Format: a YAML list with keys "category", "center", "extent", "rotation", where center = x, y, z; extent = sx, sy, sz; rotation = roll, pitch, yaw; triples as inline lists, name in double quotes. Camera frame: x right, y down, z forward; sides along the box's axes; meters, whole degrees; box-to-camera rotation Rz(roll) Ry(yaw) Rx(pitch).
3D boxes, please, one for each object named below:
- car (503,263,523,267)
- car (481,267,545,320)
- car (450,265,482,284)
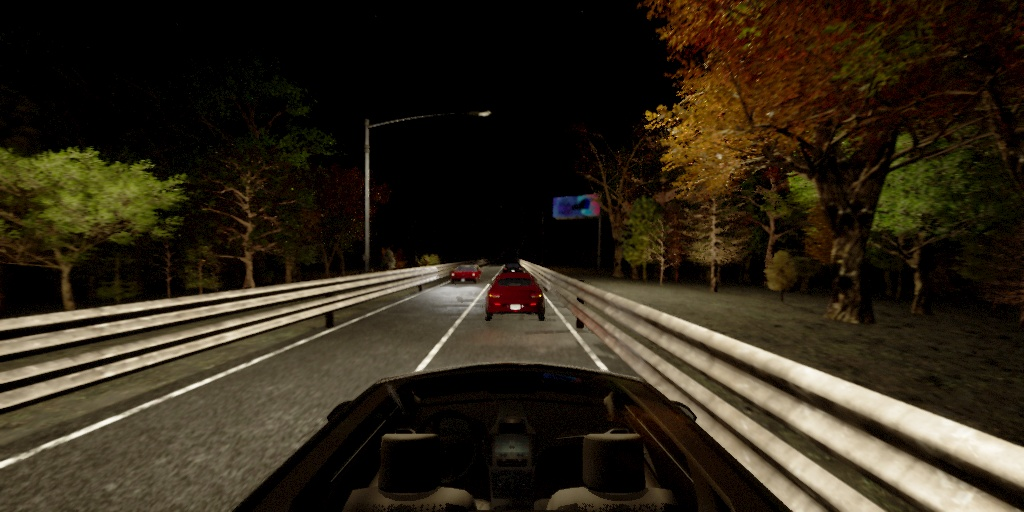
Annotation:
- category: "car"
  center: [0.083, 1.321, 34.733]
  extent: [1.994, 1.385, 4.181]
  rotation: [0, 0, 0]
- category: "car"
  center: [0.099, 1.278, 12.469]
  extent: [1.812, 1.442, 4.674]
  rotation: [0, 0, 0]
- category: "car"
  center: [-3.356, 1.356, 26.835]
  extent: [1.895, 1.301, 4.718]
  rotation: [0, 0, 0]
